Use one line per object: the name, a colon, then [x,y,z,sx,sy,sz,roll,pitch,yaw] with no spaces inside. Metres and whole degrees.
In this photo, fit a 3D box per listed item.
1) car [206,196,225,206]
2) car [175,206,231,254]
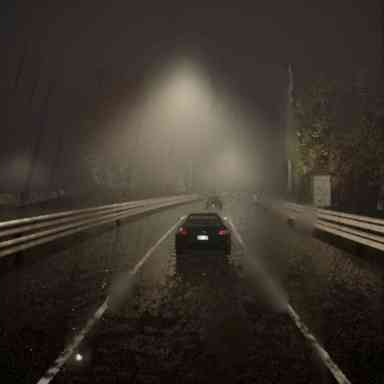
car: [2.669,1.184,38.897,1.837,1.490,4.892,0,1,7]
car: [0.447,1.462,12.977,1.994,1.385,4.181,0,1,2]
